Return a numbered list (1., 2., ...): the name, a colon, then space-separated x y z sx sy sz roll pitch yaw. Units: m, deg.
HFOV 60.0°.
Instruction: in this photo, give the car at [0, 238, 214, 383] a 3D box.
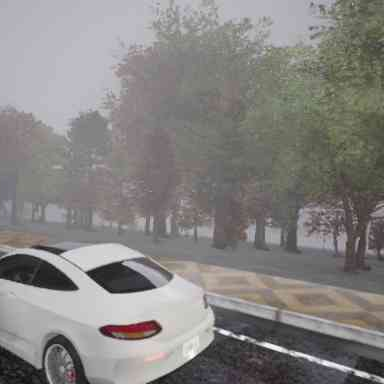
1. car: -1.893 1.426 4.887 4.674 1.442 1.812 2 1 35
